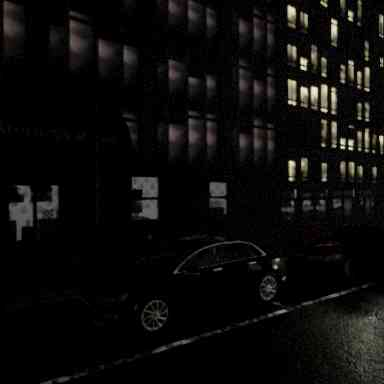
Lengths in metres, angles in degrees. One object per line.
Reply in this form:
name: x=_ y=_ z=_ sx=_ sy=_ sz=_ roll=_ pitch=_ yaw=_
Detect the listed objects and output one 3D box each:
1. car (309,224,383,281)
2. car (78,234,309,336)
car: x=4.677 y=1.619 z=9.873 sx=4.206 sy=1.307 sz=1.802 roll=0 pitch=-1 yaw=-35
car: x=0.039 y=1.564 z=6.587 sx=4.403 sy=1.369 sz=2.008 roll=0 pitch=-1 yaw=-35
